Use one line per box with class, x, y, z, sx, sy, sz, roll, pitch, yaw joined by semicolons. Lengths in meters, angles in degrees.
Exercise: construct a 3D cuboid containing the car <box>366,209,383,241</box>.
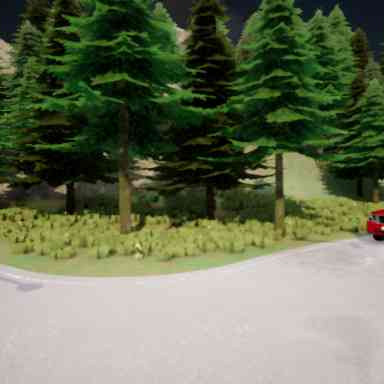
car;9.815;0.993;13.937;5.566;2.045;2.150;-1;0;-27
